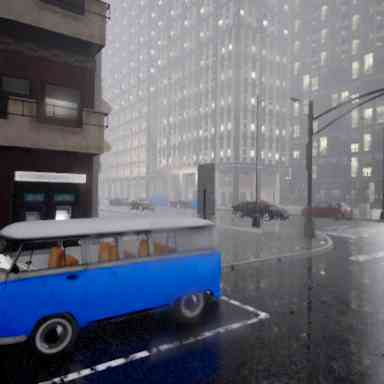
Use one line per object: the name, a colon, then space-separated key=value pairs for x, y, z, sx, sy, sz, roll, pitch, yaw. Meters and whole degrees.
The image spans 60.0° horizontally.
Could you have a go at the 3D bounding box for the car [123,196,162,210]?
car: x=-5.508 y=1.422 z=36.574 sx=2.008 sy=1.369 sz=4.403 roll=1 pitch=-1 yaw=-35

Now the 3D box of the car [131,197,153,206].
car: x=-8.331 y=1.579 z=55.266 sx=1.947 sy=1.339 sz=4.313 roll=1 pitch=-1 yaw=-35

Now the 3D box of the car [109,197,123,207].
car: x=-10.192 y=1.455 z=47.884 sx=2.033 sy=1.411 sz=5.357 roll=1 pitch=-1 yaw=-34

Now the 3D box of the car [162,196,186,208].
car: x=-1.867 y=1.577 z=46.001 sx=2.008 sy=1.369 sz=4.403 roll=1 pitch=-1 yaw=-35

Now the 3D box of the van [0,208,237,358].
van: x=-1.353 y=1.341 z=5.725 sx=3.998 sy=1.788 sz=1.690 roll=0 pitch=1 yaw=-35

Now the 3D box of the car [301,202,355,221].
car: x=11.061 y=1.497 z=27.470 sx=1.967 sy=1.590 sz=4.097 roll=1 pitch=-1 yaw=-35

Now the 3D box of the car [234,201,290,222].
car: x=5.285 y=1.447 z=25.627 sx=1.837 sy=1.490 sz=4.892 roll=1 pitch=-1 yaw=-35

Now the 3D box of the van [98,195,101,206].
van: x=-15.199 y=1.193 z=50.475 sx=1.690 sy=1.788 sz=3.998 roll=1 pitch=-1 yaw=-35

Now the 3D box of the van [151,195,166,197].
van: x=-5.095 y=1.360 z=50.636 sx=1.690 sy=1.788 sz=3.998 roll=1 pitch=-1 yaw=-35

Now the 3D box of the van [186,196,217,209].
van: x=1.368 y=1.374 z=41.370 sx=1.690 sy=1.788 sz=3.998 roll=1 pitch=-1 yaw=-35
